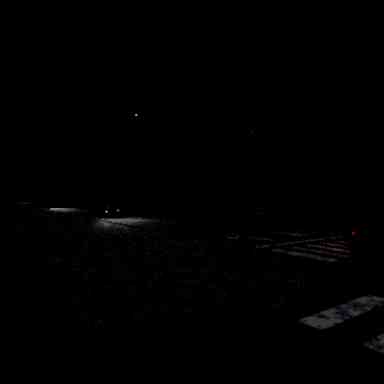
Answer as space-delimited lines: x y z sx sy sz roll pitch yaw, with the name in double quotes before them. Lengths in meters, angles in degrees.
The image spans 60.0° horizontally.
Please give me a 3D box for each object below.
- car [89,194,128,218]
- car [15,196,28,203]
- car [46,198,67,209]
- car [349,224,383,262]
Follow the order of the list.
"car" -7.835 1.205 30.351 2.150 2.045 5.566 1 0 -36
"car" -35.177 1.526 68.523 2.033 1.411 5.357 1 0 -36
"car" -18.504 1.527 45.243 1.994 1.385 4.181 1 0 -36
"car" 6.917 1.531 9.752 1.994 1.385 4.181 1 0 -36
